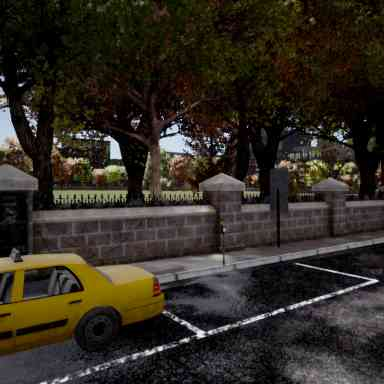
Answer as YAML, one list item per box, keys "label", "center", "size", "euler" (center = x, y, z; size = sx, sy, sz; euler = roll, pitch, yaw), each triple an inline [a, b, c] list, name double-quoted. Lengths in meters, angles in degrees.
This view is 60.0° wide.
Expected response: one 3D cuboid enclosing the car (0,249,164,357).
- label: "car"
  center: [-2.735, 1.525, 4.609]
  size: [4.829, 1.417, 1.752]
  euler: [0, 0, -35]
